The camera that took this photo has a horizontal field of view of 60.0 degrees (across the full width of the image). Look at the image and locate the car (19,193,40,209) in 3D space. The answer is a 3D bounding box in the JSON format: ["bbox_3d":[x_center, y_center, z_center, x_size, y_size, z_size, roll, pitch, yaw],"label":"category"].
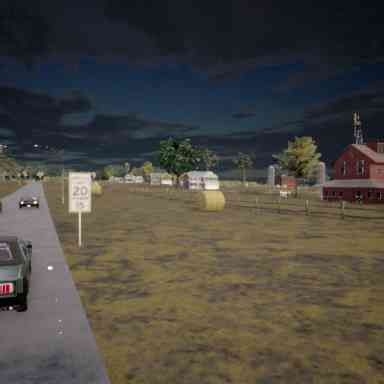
[{"bbox_3d":[-17.321,1.056,35.509,1.895,1.301,4.718,0,1,-24],"label":"car"}]

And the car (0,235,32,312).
[{"bbox_3d":[-4.507,1.592,7.191,1.895,1.301,4.718,0,0,-24],"label":"car"}]

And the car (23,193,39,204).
[{"bbox_3d":[-21.499,0.815,44.561,1.895,1.301,4.718,0,1,-24],"label":"car"}]

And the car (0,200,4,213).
[{"bbox_3d":[-16.955,1.122,27.723,2.128,1.511,4.902,0,1,-24],"label":"car"}]
